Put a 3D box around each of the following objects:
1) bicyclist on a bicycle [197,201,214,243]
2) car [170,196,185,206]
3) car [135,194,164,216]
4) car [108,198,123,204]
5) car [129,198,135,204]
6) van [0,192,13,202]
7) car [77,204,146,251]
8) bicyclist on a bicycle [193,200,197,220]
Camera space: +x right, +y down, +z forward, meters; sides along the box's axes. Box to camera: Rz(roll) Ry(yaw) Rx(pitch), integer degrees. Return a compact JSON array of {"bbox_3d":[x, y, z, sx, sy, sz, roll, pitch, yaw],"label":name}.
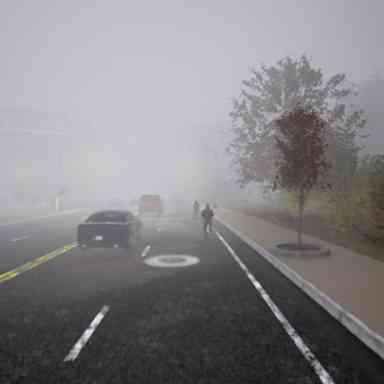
[{"bbox_3d":[0.694,1.366,15.061,0.659,1.776,1.843,0,0,-1],"label":"bicyclist on a bicycle"},{"bbox_3d":[-2.245,1.539,55.821,1.994,1.385,4.181,0,0,-5],"label":"car"},{"bbox_3d":[-3.999,1.215,33.045,2.150,2.045,5.566,0,0,-3],"label":"car"},{"bbox_3d":[-11.756,1.592,51.382,2.033,1.411,5.357,0,0,-7],"label":"car"},{"bbox_3d":[-8.495,1.554,51.449,1.994,1.385,4.181,0,0,-4],"label":"car"},{"bbox_3d":[-33.573,0.909,58.232,3.998,1.788,1.690,1,-1,-34],"label":"van"},{"bbox_3d":[-3.338,1.477,14.239,1.882,1.535,5.008,0,0,-1],"label":"car"},{"bbox_3d":[0.352,1.445,26.096,0.582,1.620,1.656,0,0,-2],"label":"bicyclist on a bicycle"}]
